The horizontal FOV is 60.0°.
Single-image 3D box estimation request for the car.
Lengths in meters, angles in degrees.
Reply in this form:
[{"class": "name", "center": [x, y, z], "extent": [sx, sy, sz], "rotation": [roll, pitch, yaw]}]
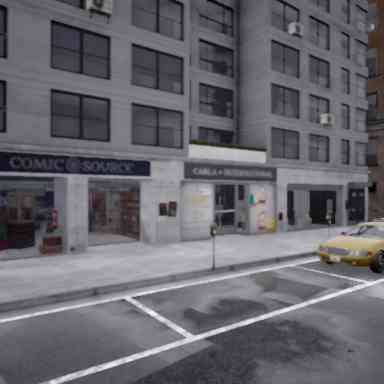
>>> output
[{"class": "car", "center": [6.010, 1.568, 10.822], "extent": [4.829, 1.417, 1.752], "rotation": [0, 0, -36]}]
